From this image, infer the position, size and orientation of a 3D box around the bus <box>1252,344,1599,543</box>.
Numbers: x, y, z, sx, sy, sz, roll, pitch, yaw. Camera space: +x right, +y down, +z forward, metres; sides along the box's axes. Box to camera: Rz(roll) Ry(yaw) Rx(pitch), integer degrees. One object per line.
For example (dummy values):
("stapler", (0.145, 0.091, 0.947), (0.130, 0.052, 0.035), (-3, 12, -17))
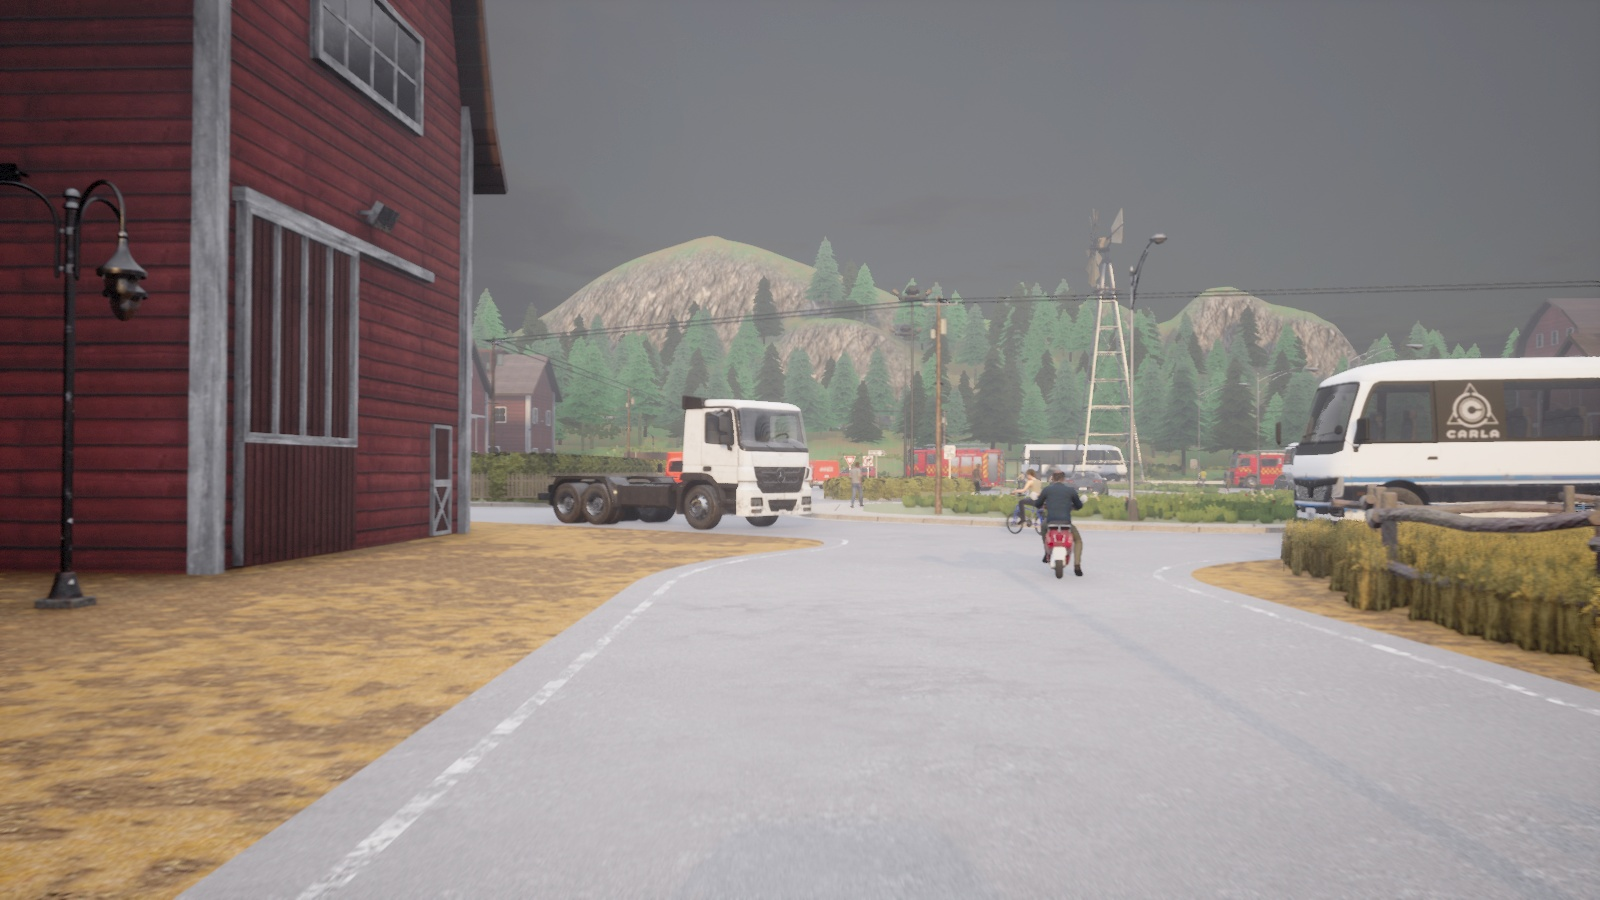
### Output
("bus", (16.496, -0.135, 29.462), (10.273, 4.253, 3.944), (-1, -1, 4))

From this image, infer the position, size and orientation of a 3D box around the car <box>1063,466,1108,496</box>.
("car", (15.911, 1.698, 69.805), (2.152, 1.651, 5.027), (0, -1, 16))

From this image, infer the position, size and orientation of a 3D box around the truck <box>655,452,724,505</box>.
("truck", (-5.299, 1.368, 60.853), (2.627, 2.467, 5.204), (0, -1, 3))

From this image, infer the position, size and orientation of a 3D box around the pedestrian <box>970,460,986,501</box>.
("pedestrian", (8.126, 1.396, 57.236), (0.634, 1.846, 0.331), (0, -1, -26))

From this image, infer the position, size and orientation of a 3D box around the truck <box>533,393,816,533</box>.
("truck", (-3.598, 0.372, 34.708), (7.936, 3.462, 2.891), (-1, -1, 37))

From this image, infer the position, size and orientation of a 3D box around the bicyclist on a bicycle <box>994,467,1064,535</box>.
("bicyclist on a bicycle", (5.592, 1.224, 30.746), (0.866, 1.612, 1.509), (0, -1, -34))

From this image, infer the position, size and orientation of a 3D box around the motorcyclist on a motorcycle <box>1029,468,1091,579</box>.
("motorcyclist on a motorcycle", (3.914, 1.070, 18.990), (0.866, 1.590, 1.817), (0, -1, 11))

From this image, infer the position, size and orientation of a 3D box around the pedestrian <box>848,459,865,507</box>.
("pedestrian", (2.178, 1.269, 48.482), (0.354, 1.836, 0.706), (-1, -1, 32))
